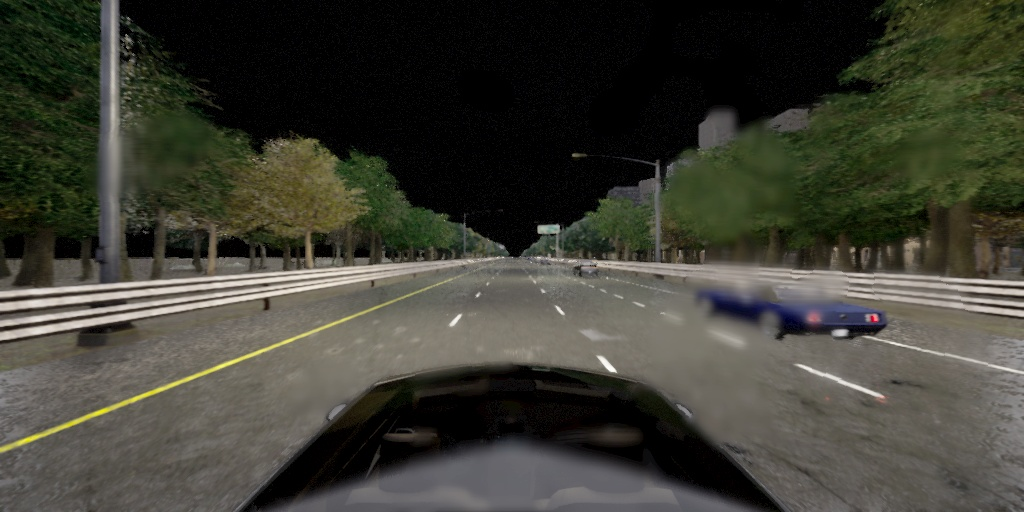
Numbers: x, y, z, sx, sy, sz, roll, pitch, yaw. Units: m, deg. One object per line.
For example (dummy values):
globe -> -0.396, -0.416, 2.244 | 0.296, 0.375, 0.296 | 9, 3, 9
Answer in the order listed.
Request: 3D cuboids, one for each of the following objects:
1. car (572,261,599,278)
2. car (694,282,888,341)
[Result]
car -> 7.047, 1.260, 34.653 | 2.128, 1.511, 4.902 | 0, 0, 0
car -> 6.999, 1.356, 9.857 | 1.895, 1.301, 4.718 | 0, 0, 0
